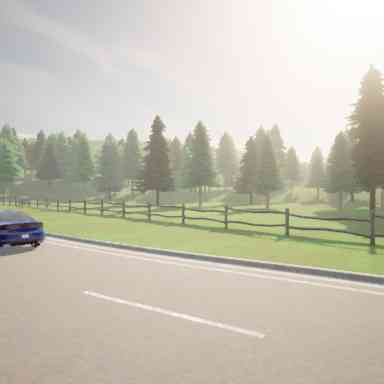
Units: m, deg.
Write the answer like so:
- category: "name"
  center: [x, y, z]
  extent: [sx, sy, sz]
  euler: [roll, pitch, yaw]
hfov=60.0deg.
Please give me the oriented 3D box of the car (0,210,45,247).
- category: "car"
  center: [-8.058, 1.485, 13.942]
  extent: [5.008, 1.535, 1.882]
  euler: [0, 0, 41]
